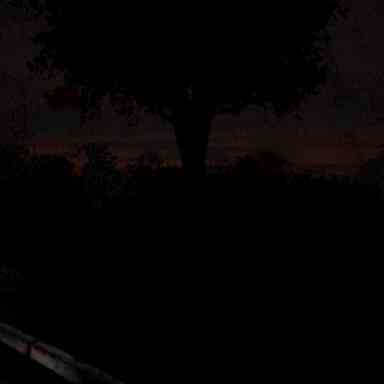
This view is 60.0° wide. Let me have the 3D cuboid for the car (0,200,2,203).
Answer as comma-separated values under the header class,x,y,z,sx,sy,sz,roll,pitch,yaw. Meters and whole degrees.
class,x,y,z,sx,sy,sz,roll,pitch,yaw
car,-23.098,1.259,44.546,1.895,1.301,4.718,1,0,34
